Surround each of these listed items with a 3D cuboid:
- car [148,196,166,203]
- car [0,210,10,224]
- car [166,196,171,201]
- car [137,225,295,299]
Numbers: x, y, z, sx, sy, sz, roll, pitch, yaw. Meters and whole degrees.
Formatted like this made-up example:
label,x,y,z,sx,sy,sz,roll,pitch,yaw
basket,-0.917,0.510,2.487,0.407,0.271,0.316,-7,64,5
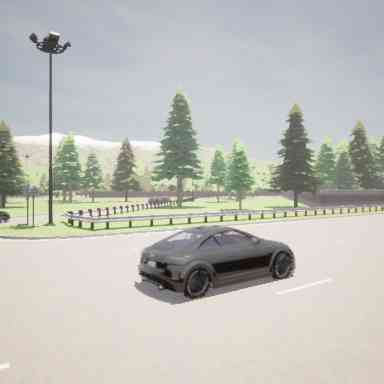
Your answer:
label,x,y,z,sx,sy,sz,roll,pitch,yaw
car,-6.563,1.491,59.644,2.128,1.511,4.902,0,0,6
car,-14.534,1.526,22.193,1.812,1.442,4.674,0,0,20
car,-5.586,1.525,69.766,1.812,1.442,4.674,0,0,5
car,0.725,1.564,8.552,4.181,1.385,1.994,0,0,-35
